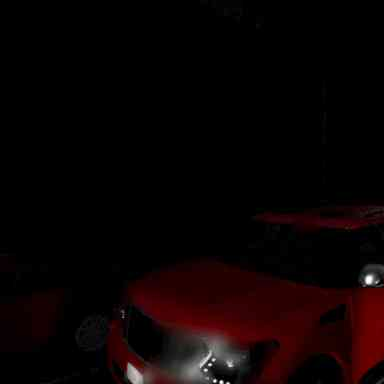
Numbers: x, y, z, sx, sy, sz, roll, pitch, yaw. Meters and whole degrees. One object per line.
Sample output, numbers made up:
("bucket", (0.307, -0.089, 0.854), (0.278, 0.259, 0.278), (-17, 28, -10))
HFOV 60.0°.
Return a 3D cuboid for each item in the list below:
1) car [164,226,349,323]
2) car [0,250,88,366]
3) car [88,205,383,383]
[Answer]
("car", (1.626, 1.622, 7.694), (4.206, 1.307, 1.802), (0, 0, -36))
("car", (-2.871, 1.546, 4.485), (4.507, 1.381, 1.887), (0, 0, -36))
("car", (1.742, 1.245, 4.517), (5.566, 2.045, 2.150), (0, 0, -36))
